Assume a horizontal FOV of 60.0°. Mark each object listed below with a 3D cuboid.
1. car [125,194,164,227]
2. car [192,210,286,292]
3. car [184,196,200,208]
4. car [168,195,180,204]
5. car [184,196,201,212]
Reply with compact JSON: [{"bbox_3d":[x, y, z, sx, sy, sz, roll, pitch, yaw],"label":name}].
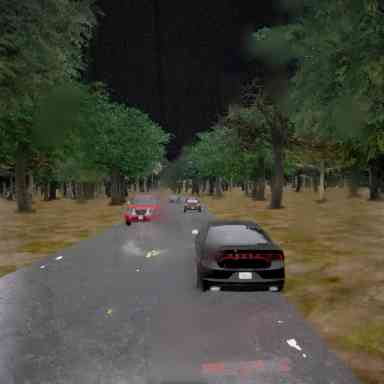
[{"bbox_3d":[-3.136,1.198,23.051,2.150,2.045,5.566,0,0,0],"label":"car"},{"bbox_3d":[1.036,1.477,8.956,1.882,1.535,5.008,0,0,0],"label":"car"},{"bbox_3d":[-0.029,1.368,47.170,2.128,1.511,4.902,0,0,0],"label":"car"},{"bbox_3d":[-3.119,1.315,58.506,1.837,1.490,4.892,0,0,0],"label":"car"},{"bbox_3d":[0.047,1.453,37.049,1.812,1.442,4.674,0,0,0],"label":"car"}]
